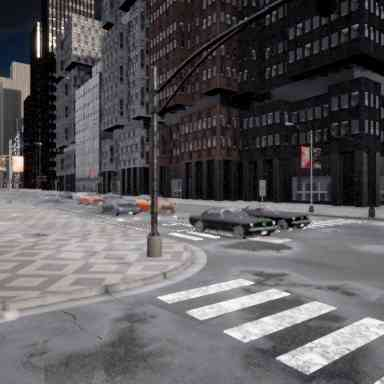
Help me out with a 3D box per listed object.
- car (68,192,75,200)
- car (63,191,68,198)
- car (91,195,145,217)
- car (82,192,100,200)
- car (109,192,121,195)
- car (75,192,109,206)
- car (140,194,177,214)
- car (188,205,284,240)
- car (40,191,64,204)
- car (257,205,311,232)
[{"bbox_3d":[-19.268,0.706,57.234,1.812,1.442,4.674,0,1,-35],"label":"car"},{"bbox_3d":[-25.076,0.571,65.293,2.033,1.411,5.357,0,1,-36],"label":"car"},{"bbox_3d":[-6.243,1.205,27.688,2.033,1.411,5.357,0,1,-36],"label":"car"},{"bbox_3d":[-19.062,0.712,62.506,1.895,1.301,4.718,0,1,-36],"label":"car"},{"bbox_3d":[-12.991,0.763,54.077,2.128,1.511,4.902,0,1,-36],"label":"car"},{"bbox_3d":[-12.804,0.777,42.380,2.097,1.767,4.553,0,1,-35],"label":"car"},{"bbox_3d":[-3.255,1.015,29.106,2.097,1.767,4.553,0,1,-36],"label":"car"},{"bbox_3d":[1.886,1.454,16.403,1.895,1.301,4.718,0,1,-36],"label":"car"},{"bbox_3d":[-19.880,0.916,46.704,1.895,1.301,4.718,0,1,-35],"label":"car"},{"bbox_3d":[4.357,1.436,19.298,1.895,1.301,4.718,0,1,-42],"label":"car"}]
